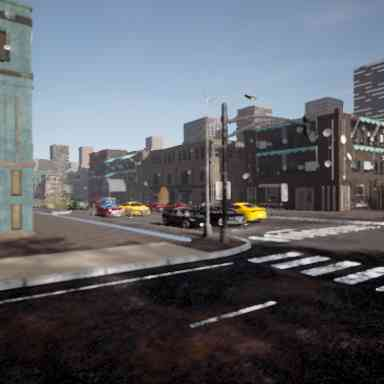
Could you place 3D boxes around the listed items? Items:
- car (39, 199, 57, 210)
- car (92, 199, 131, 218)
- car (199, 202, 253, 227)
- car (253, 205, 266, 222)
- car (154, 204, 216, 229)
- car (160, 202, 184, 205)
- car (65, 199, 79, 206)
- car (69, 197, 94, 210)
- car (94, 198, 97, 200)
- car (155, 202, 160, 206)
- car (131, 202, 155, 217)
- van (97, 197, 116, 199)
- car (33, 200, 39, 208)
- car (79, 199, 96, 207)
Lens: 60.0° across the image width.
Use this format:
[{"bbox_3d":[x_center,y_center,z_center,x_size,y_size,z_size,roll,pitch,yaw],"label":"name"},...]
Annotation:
[{"bbox_3d":[-24.528,2.227,57.447,1.752,1.417,4.829,-1,0,-36],"label":"car"},{"bbox_3d":[-8.545,1.839,35.063,1.967,1.590,4.097,-2,0,-36],"label":"car"},{"bbox_3d":[1.991,1.708,24.825,1.837,1.490,4.892,-1,0,-33],"label":"car"},{"bbox_3d":[3.872,1.661,27.654,1.882,1.535,5.008,-1,0,-35],"label":"car"},{"bbox_3d":[-0.576,1.806,23.701,1.947,1.339,4.313,-2,0,-36],"label":"car"},{"bbox_3d":[-1.723,1.890,39.936,1.802,1.307,4.206,-2,0,-36],"label":"car"},{"bbox_3d":[-27.459,2.354,75.971,1.947,1.339,4.313,-2,0,-36],"label":"car"},{"bbox_3d":[-17.968,1.853,52.900,2.150,2.045,5.566,-1,0,-36],"label":"car"},{"bbox_3d":[-17.814,1.928,62.457,2.192,1.841,5.009,-2,0,-36],"label":"car"},{"bbox_3d":[-4.939,1.952,44.440,1.802,1.307,4.206,-2,0,-36],"label":"car"},{"bbox_3d":[-6.419,1.848,36.566,1.882,1.535,5.008,-1,0,-35],"label":"car"},{"bbox_3d":[-14.596,1.895,57.953,1.690,1.788,3.998,-2,0,-36],"label":"van"},{"bbox_3d":[-31.061,2.371,66.595,2.008,1.369,4.403,-1,0,-36],"label":"car"},{"bbox_3d":[-21.025,2.216,66.962,1.887,1.381,4.507,-2,0,-36],"label":"car"}]
